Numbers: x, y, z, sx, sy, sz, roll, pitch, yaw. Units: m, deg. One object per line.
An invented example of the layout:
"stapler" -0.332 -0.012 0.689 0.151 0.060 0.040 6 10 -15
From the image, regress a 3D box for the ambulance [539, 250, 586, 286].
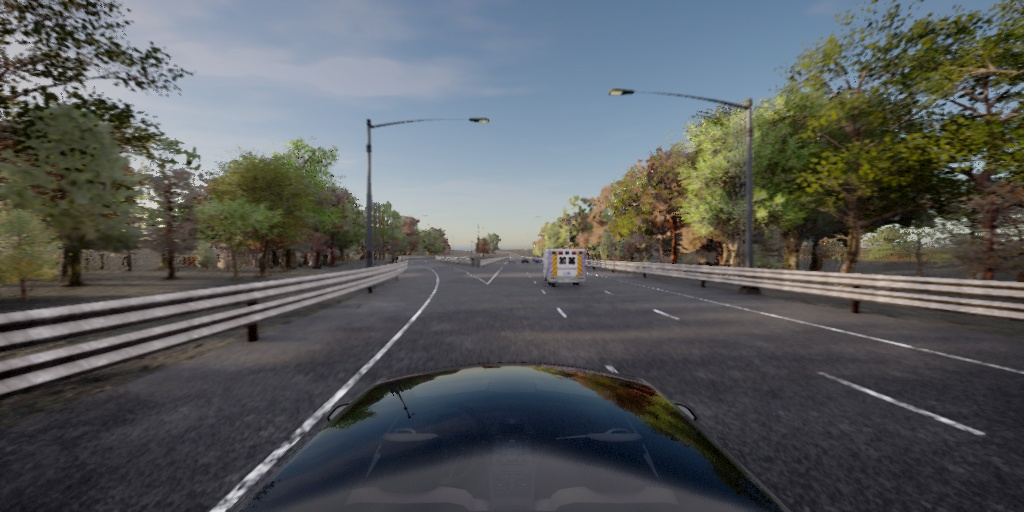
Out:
"ambulance" 3.506 0.806 25.634 2.351 2.431 6.366 0 0 0
